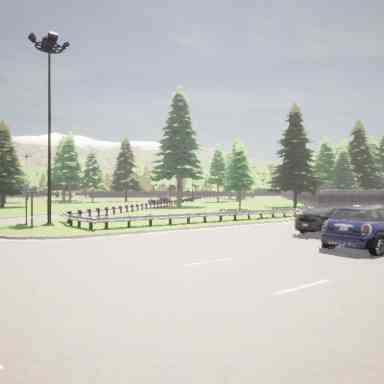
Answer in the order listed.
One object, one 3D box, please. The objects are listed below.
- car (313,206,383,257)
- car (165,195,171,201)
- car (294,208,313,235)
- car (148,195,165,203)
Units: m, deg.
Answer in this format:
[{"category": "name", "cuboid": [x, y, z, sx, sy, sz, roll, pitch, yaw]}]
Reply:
[{"category": "car", "cuboid": [7.149, 1.351, 13.125, 4.553, 1.767, 2.097, 0, 0, -35]}, {"category": "car", "cuboid": [-5.645, 1.351, 69.772, 2.097, 1.767, 4.553, 0, 0, 5]}, {"category": "car", "cuboid": [7.546, 1.478, 17.702, 5.008, 1.535, 1.882, 0, 0, -35]}, {"category": "car", "cuboid": [-6.591, 1.601, 59.952, 1.895, 1.301, 4.718, 0, 0, 5]}]
